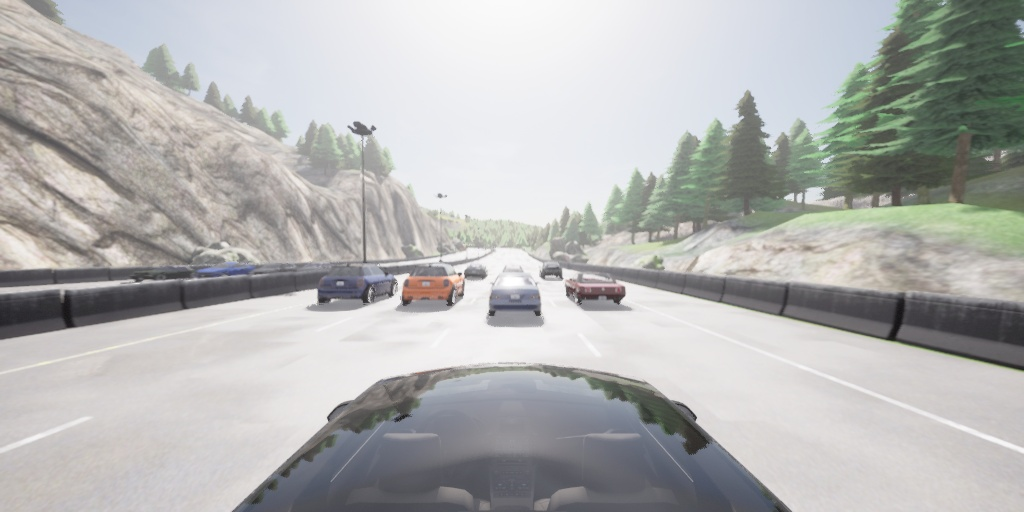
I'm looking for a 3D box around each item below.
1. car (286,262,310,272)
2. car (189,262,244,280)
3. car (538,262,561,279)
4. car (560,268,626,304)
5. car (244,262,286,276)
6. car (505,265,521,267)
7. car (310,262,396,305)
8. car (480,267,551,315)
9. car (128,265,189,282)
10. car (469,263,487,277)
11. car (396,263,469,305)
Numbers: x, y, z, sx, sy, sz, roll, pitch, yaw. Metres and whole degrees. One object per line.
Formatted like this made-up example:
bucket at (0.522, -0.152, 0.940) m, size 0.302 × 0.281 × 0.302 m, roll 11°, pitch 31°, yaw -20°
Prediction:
car at (-17.600, 1.315, 32.383) m, size 2.128 × 1.511 × 4.902 m, roll 0°, pitch 0°, yaw 0°
car at (-24.599, 1.297, 31.046) m, size 1.882 × 1.535 × 5.008 m, roll 0°, pitch 0°, yaw 0°
car at (3.593, 1.332, 33.619) m, size 1.837 × 1.490 × 4.892 m, roll 0°, pitch 0°, yaw 0°
car at (3.598, 1.386, 16.445) m, size 1.895 × 1.301 × 4.718 m, roll 0°, pitch 0°, yaw 0°
car at (-21.099, 1.327, 32.176) m, size 1.837 × 1.490 × 4.892 m, roll 0°, pitch 0°, yaw 0°
car at (0.095, 1.425, 32.547) m, size 1.895 × 1.301 × 4.718 m, roll 0°, pitch 0°, yaw 0°
car at (-6.903, 1.138, 16.541) m, size 2.097 × 1.767 × 4.553 m, roll 0°, pitch 0°, yaw 0°
car at (0.097, 1.326, 13.682) m, size 2.033 × 1.411 × 5.357 m, roll 0°, pitch 0°, yaw 0°
car at (-28.101, 1.416, 29.352) m, size 1.895 × 1.301 × 4.718 m, roll 0°, pitch 0°, yaw 0°
car at (-3.407, 1.392, 34.177) m, size 1.994 × 1.385 × 4.181 m, roll 0°, pitch 0°, yaw 0°
car at (-3.403, 1.137, 16.334) m, size 2.097 × 1.767 × 4.553 m, roll 0°, pitch 0°, yaw 0°
